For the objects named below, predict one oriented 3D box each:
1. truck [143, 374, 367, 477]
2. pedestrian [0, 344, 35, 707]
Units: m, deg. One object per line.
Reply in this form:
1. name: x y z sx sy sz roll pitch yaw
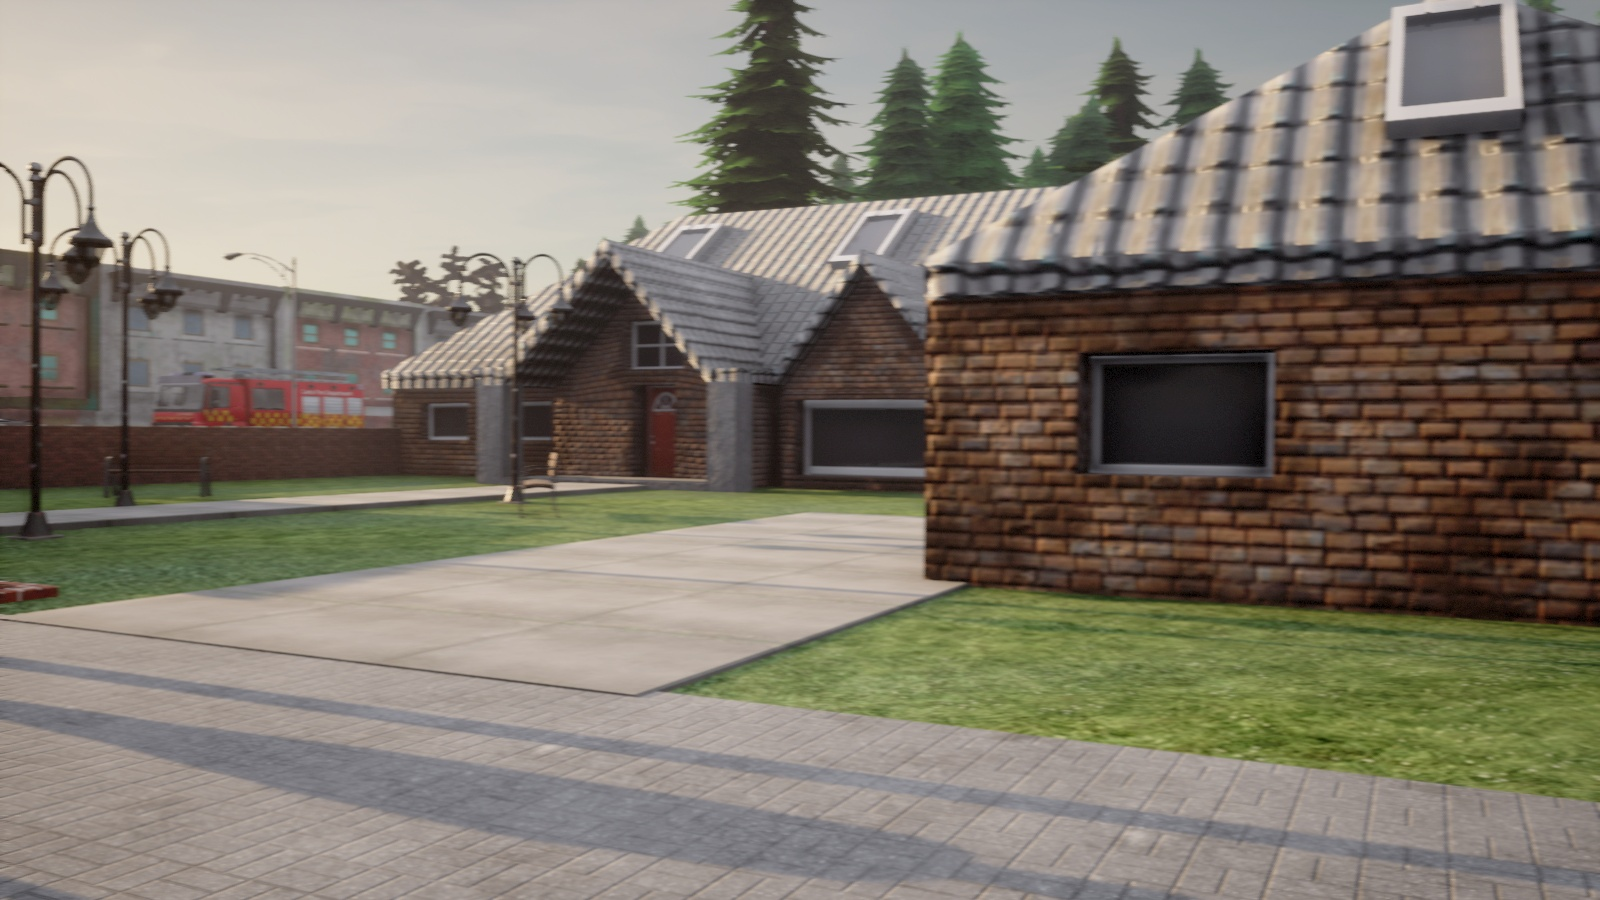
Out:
1. truck: -22.051 -0.989 51.470 2.891 3.827 8.468 0 1 27
2. pedestrian: -4.619 0.390 6.416 0.900 1.855 0.874 0 1 32
